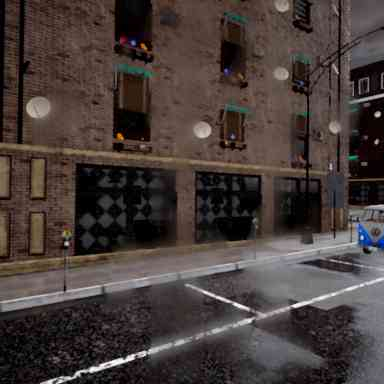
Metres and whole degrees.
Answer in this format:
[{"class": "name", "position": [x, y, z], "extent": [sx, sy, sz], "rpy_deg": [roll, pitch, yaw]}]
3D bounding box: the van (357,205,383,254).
[{"class": "van", "position": [7.635, 1.344, 12.093], "extent": [3.998, 1.788, 1.690], "rpy_deg": [0, 1, -35]}]
